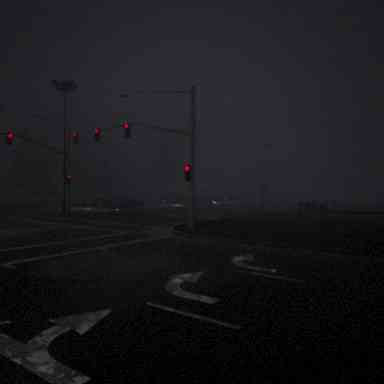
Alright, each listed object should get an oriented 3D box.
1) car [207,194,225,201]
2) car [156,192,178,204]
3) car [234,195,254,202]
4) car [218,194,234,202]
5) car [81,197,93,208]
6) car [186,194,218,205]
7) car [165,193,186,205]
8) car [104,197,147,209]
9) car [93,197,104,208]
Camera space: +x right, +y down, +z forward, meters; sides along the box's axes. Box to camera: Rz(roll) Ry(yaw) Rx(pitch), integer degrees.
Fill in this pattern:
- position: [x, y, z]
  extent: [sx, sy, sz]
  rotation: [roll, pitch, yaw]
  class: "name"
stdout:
- position: [5.326, 1.209, 73.123]
  extent: [1.812, 1.442, 4.674]
  rotation: [0, 0, 36]
  class: "car"
- position: [-4.076, 1.090, 59.933]
  extent: [2.150, 2.045, 5.566]
  rotation: [0, 0, 35]
  class: "car"
- position: [11.134, 1.283, 69.209]
  extent: [1.895, 1.301, 4.718]
  rotation: [0, 0, 36]
  class: "car"
- position: [7.433, 1.157, 70.066]
  extent: [2.097, 1.767, 4.553]
  rotation: [0, 0, 36]
  class: "car"
- position: [-13.360, 1.393, 46.684]
  extent: [1.812, 1.442, 4.674]
  rotation: [0, 0, 36]
  class: "car"
- position: [1.684, 1.382, 55.974]
  extent: [2.128, 1.511, 4.902]
  rotation: [0, 0, 35]
  class: "car"
- position: [-1.781, 1.426, 57.135]
  extent: [2.033, 1.411, 5.357]
  rotation: [0, 0, 35]
  class: "car"
- position: [-8.080, 1.438, 42.025]
  extent: [2.033, 1.411, 5.357]
  rotation: [0, 0, 35]
  class: "car"
- position: [-10.387, 1.369, 44.831]
  extent: [2.128, 1.511, 4.902]
  rotation: [0, 0, 35]
  class: "car"
